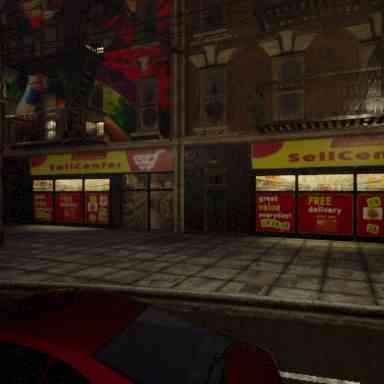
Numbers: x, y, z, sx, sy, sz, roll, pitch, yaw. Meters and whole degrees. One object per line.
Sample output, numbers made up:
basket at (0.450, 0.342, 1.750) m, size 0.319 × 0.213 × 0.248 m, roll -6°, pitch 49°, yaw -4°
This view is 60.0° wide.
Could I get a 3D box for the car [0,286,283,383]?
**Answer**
car at (-1.341, 1.564, 2.682) m, size 4.181 × 1.385 × 1.994 m, roll 0°, pitch 0°, yaw 14°
